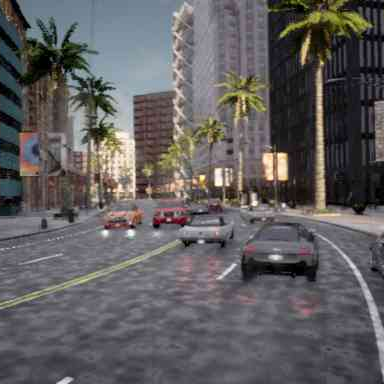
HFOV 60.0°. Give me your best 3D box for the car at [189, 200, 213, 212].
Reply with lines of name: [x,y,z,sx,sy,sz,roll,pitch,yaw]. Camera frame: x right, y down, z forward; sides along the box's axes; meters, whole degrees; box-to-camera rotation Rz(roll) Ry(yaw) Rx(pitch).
car: [0.542,1.894,35.863,1.994,1.385,4.181,-1,-1,-9]

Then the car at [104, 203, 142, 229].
car: [-5.033,1.678,24.716,2.097,1.767,4.553,-1,-1,0]

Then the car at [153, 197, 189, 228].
car: [-1.536,1.504,24.658,2.150,2.045,5.566,-1,-1,0]

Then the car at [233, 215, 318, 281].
car: [2.786,1.611,10.200,1.994,1.385,4.181,-1,-1,20]

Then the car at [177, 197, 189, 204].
car: [-2.393,2.220,86.997,2.185,1.767,4.553,-1,-1,-11]

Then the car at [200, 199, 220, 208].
car: [3.066,1.976,58.134,2.231,1.521,4.892,-1,-1,-11]

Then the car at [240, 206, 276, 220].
car: [5.240,1.763,27.078,1.895,1.301,4.718,-1,-1,-3]

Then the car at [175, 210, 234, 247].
car: [0.874,1.734,15.676,1.895,1.301,4.718,-1,-1,13]

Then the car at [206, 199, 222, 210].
car: [2.495,1.727,44.355,2.097,1.767,4.553,-1,-1,-10]

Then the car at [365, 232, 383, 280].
car: [5.365,1.481,7.717,1.837,1.490,4.892,-1,-1,21]
